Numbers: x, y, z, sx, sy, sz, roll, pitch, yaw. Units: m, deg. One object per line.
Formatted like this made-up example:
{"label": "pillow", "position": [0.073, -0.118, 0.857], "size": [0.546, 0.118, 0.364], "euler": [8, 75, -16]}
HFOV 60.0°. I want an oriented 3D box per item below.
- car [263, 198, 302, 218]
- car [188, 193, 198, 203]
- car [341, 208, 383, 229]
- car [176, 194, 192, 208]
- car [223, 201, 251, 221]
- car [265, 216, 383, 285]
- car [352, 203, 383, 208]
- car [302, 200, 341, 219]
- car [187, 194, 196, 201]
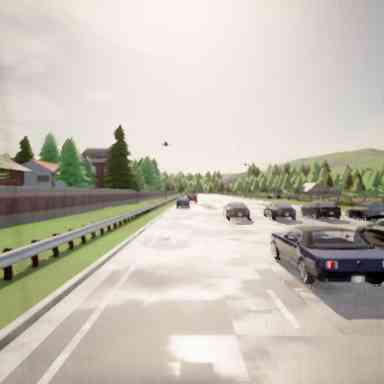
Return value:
{"label": "car", "position": [7.085, 1.495, 27.075], "size": [1.812, 1.442, 4.674], "euler": [0, 0, 0]}
{"label": "car", "position": [-0.022, 1.167, 64.617], "size": [2.150, 2.045, 5.566], "euler": [0, 0, 0]}
{"label": "car", "position": [7.089, 1.479, 10.790], "size": [2.128, 1.511, 4.902], "euler": [0, 0, 0]}
{"label": "car", "position": [-1.243, 1.427, 46.809], "size": [1.882, 1.535, 5.008], "euler": [0, 0, 0]}
{"label": "car", "position": [3.585, 1.496, 27.059], "size": [1.812, 1.442, 4.674], "euler": [0, 0, 0]}
{"label": "car", "position": [3.589, 1.590, 9.383], "size": [1.895, 1.301, 4.718], "euler": [0, 0, 0]}
{"label": "car", "position": [14.084, 1.534, 26.601], "size": [1.994, 1.385, 4.181], "euler": [0, 0, 0]}
{"label": "car", "position": [10.585, 1.447, 27.637], "size": [1.882, 1.535, 5.008], "euler": [0, 0, 0]}
{"label": "car", "position": [-0.027, 1.283, 80.756], "size": [2.128, 1.511, 4.902], "euler": [0, 0, 0]}
